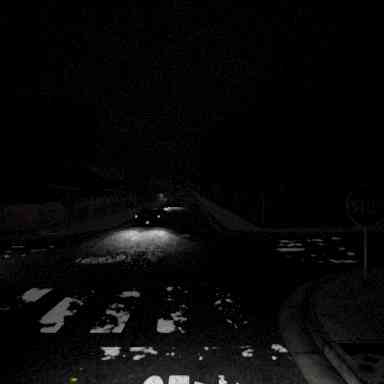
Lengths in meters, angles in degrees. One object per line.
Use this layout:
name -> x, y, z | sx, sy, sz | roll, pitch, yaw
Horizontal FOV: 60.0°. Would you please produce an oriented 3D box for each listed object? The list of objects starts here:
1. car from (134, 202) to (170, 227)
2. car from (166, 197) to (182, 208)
car -> -2.795, 1.613, 23.099 | 1.895, 1.301, 4.718 | 0, 0, 0
car -> -2.851, 1.556, 48.869 | 1.994, 1.385, 4.181 | 0, 0, 0
